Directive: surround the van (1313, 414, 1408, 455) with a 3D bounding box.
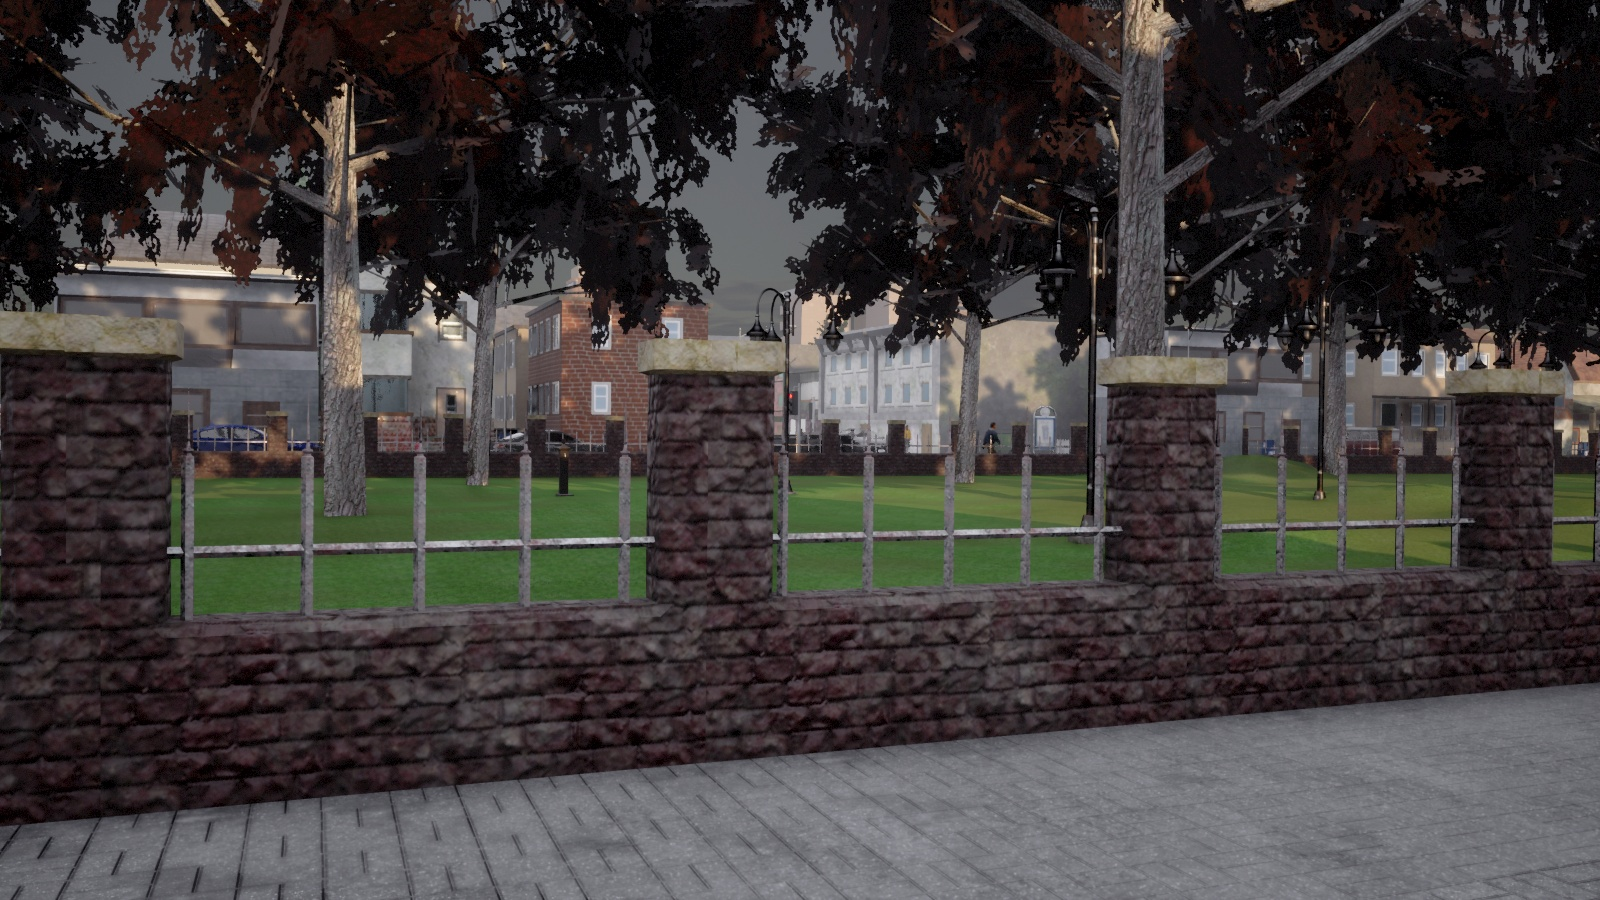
[{"bbox_3d":[28.271,-0.785,63.343,4.442,1.987,1.775,-1,1,-21],"label":"van"}]

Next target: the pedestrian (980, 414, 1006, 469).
[{"bbox_3d":[6.908,-0.299,45.013,0.788,1.949,0.423,-1,1,-21],"label":"pedestrian"}]

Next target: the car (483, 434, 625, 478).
[{"bbox_3d":[-8.734,0.192,44.624,4.674,1.442,1.812,-1,1,-24],"label":"car"}]

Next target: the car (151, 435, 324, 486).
[{"bbox_3d":[-18.238,0.307,40.900,5.008,1.535,1.882,-1,1,-24],"label":"car"}]

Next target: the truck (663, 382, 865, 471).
[{"bbox_3d":[-1.433,-1.017,52.166,7.936,3.462,2.891,-1,1,-30],"label":"truck"}]

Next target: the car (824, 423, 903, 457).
[{"bbox_3d":[3.165,-0.501,64.196,2.152,1.651,5.027,-1,1,-21],"label":"car"}]
